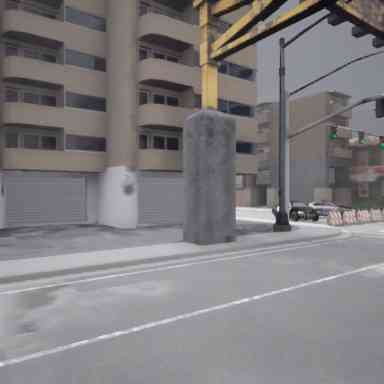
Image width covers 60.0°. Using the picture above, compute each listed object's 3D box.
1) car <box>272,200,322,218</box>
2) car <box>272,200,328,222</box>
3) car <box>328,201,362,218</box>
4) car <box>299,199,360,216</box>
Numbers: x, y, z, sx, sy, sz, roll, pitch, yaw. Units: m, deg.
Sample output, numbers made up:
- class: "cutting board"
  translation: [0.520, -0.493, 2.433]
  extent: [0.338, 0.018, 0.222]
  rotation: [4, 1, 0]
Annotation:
- class: "car"
  translation: [8.215, 1.295, 26.485]
  extent: [1.853, 1.218, 4.536]
  rotation: [0, 0, -11]
- class: "car"
  translation: [8.225, 1.453, 26.434]
  extent: [2.038, 1.542, 4.974]
  rotation: [0, 0, -11]
- class: "car"
  translation: [11.800, 1.453, 28.584]
  extent: [4.974, 1.542, 2.038]
  rotation: [0, 0, 34]
- class: "car"
  translation: [11.757, 1.295, 28.613]
  extent: [4.536, 1.218, 1.853]
  rotation: [0, 0, 34]
